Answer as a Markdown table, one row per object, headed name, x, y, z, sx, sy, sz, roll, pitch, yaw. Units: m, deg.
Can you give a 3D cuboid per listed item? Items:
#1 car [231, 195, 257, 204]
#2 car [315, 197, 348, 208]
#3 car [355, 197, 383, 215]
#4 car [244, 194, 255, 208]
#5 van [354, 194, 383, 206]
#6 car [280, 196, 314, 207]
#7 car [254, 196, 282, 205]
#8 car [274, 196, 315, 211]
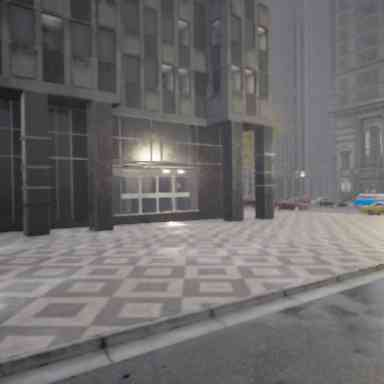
| name | x | y | z | sx | sy | sz | roll | pitch | yaw |
| --- | --- | --- | --- | --- | --- | --- | --- | --- | --- |
| car | 8.953 | 1.298 | 57.395 | 2.008 | 1.369 | 4.403 | -1 | 1 | -36 |
| car | 18.431 | 1.357 | 44.208 | 1.947 | 1.339 | 4.313 | -1 | 1 | -36 |
| car | 17.913 | 1.506 | 30.313 | 1.752 | 1.417 | 4.829 | -1 | 1 | -36 |
| car | 8.555 | 1.248 | 43.338 | 2.192 | 1.841 | 5.009 | -1 | 1 | -36 |
| van | 21.588 | 1.148 | 39.810 | 1.690 | 1.788 | 3.998 | -1 | 1 | -36 |
| car | 15.271 | 1.321 | 48.603 | 1.887 | 1.381 | 4.507 | -1 | 1 | -36 |
| car | 12.112 | 1.343 | 53.000 | 1.802 | 1.307 | 4.206 | -1 | 1 | -36 |
| car | 11.644 | 1.493 | 39.046 | 1.887 | 1.381 | 4.507 | -1 | 1 | -36 |
